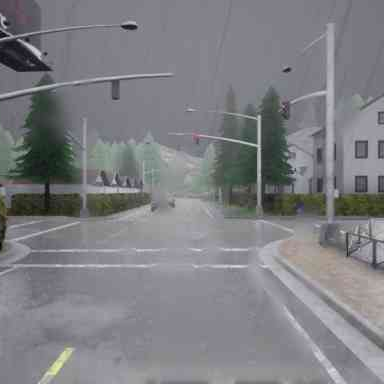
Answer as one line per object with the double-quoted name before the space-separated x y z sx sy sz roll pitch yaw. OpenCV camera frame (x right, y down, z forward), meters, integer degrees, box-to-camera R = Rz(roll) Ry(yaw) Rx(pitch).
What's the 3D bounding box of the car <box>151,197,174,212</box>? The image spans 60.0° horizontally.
"car" -3.553 1.547 38.420 2.033 1.411 5.357 0 0 0
